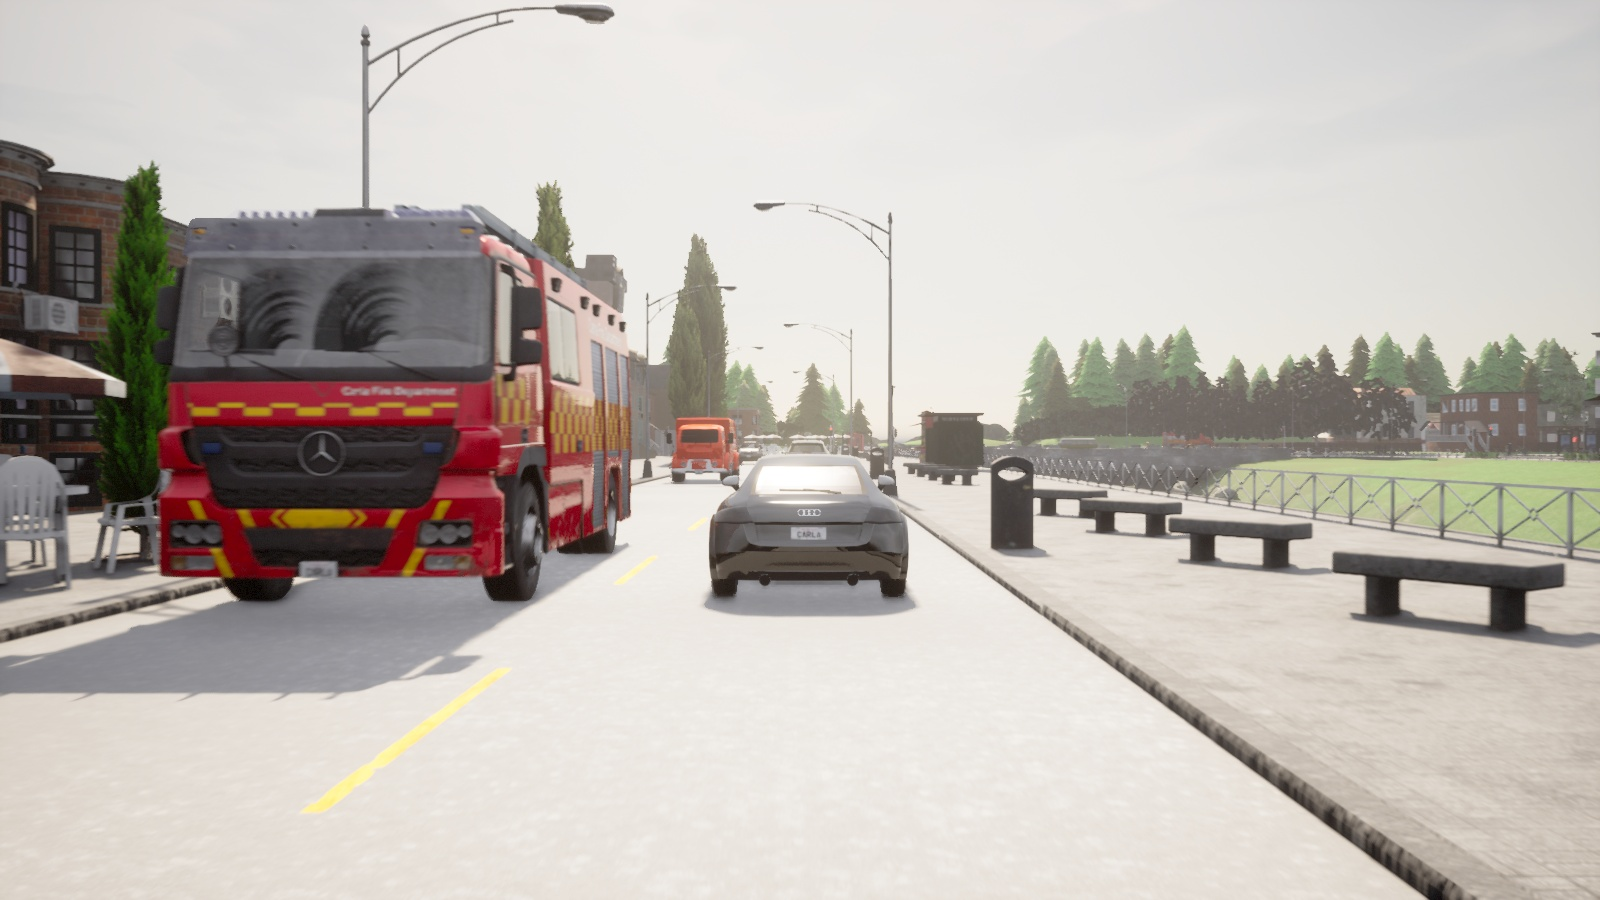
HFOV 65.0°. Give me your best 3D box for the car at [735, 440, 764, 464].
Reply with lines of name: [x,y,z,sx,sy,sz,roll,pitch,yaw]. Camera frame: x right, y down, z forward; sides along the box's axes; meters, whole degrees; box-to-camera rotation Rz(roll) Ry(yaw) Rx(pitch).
car: [-3.500,0.148,87.611,1.851,1.617,3.988,0,0,0]

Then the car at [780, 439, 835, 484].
car: [0.283,0.405,48.293,2.033,1.649,4.856,0,0,0]

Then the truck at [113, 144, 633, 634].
truck: [-3.907,-0.501,14.062,2.891,3.827,8.468,0,0,0]

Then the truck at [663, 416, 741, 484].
truck: [-3.716,-0.017,48.657,2.627,2.467,5.204,0,0,0]

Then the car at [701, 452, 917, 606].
car: [0.091,0.733,13.692,1.994,1.385,4.181,0,0,0]
